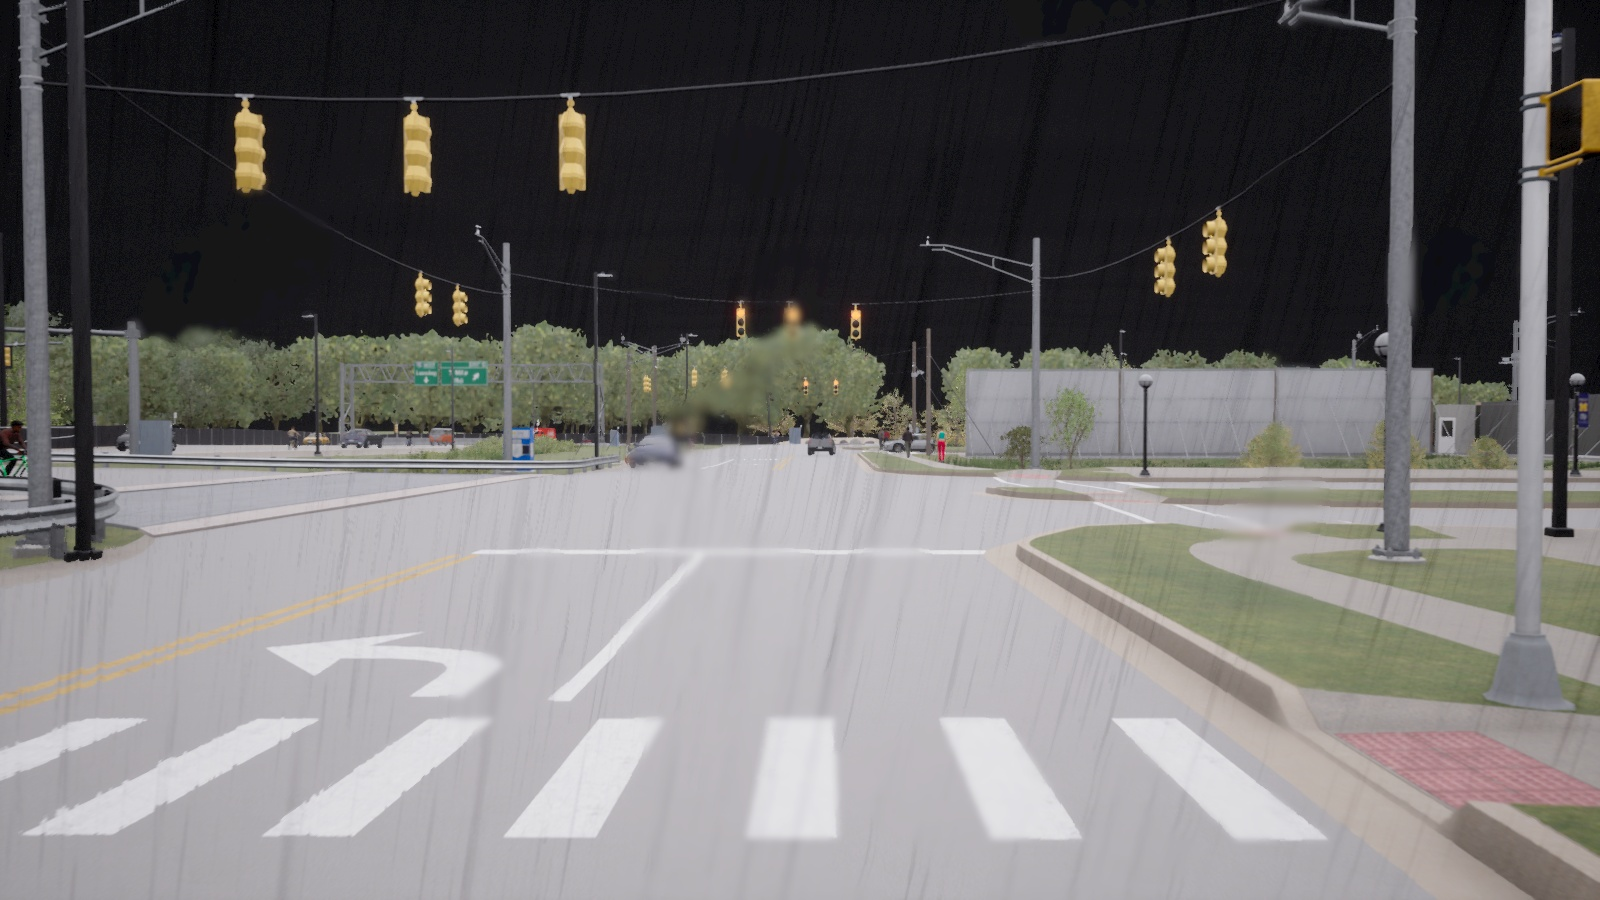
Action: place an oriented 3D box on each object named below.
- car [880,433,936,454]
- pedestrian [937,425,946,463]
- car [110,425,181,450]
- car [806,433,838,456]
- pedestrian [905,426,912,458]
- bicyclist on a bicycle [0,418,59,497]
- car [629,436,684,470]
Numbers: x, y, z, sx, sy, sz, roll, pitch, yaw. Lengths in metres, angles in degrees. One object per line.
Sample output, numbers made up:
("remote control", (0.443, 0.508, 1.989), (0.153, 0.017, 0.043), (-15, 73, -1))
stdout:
("car", (8.262, -0.528, 96.080), (3.806, 1.475, 1.970), (1, 2, -13))
("pedestrian", (7.020, -0.297, 62.252), (0.345, 1.836, 0.594), (0, 2, 0))
("car", (-40.495, -0.772, 77.833), (2.007, 1.525, 4.514), (0, 0, 1))
("car", (1.464, -0.391, 83.024), (1.845, 1.501, 3.633), (0, 1, 5))
("pedestrian", (6.339, -0.486, 73.388), (0.431, 1.840, 0.703), (0, 2, 5))
("bicyclist on a bicycle", (-16.773, 0.171, 26.723), (1.656, 1.620, 0.582), (-2, 0, 8))
("car", (-6.299, 0.097, 55.733), (1.812, 1.442, 4.674), (0, 1, 1))
